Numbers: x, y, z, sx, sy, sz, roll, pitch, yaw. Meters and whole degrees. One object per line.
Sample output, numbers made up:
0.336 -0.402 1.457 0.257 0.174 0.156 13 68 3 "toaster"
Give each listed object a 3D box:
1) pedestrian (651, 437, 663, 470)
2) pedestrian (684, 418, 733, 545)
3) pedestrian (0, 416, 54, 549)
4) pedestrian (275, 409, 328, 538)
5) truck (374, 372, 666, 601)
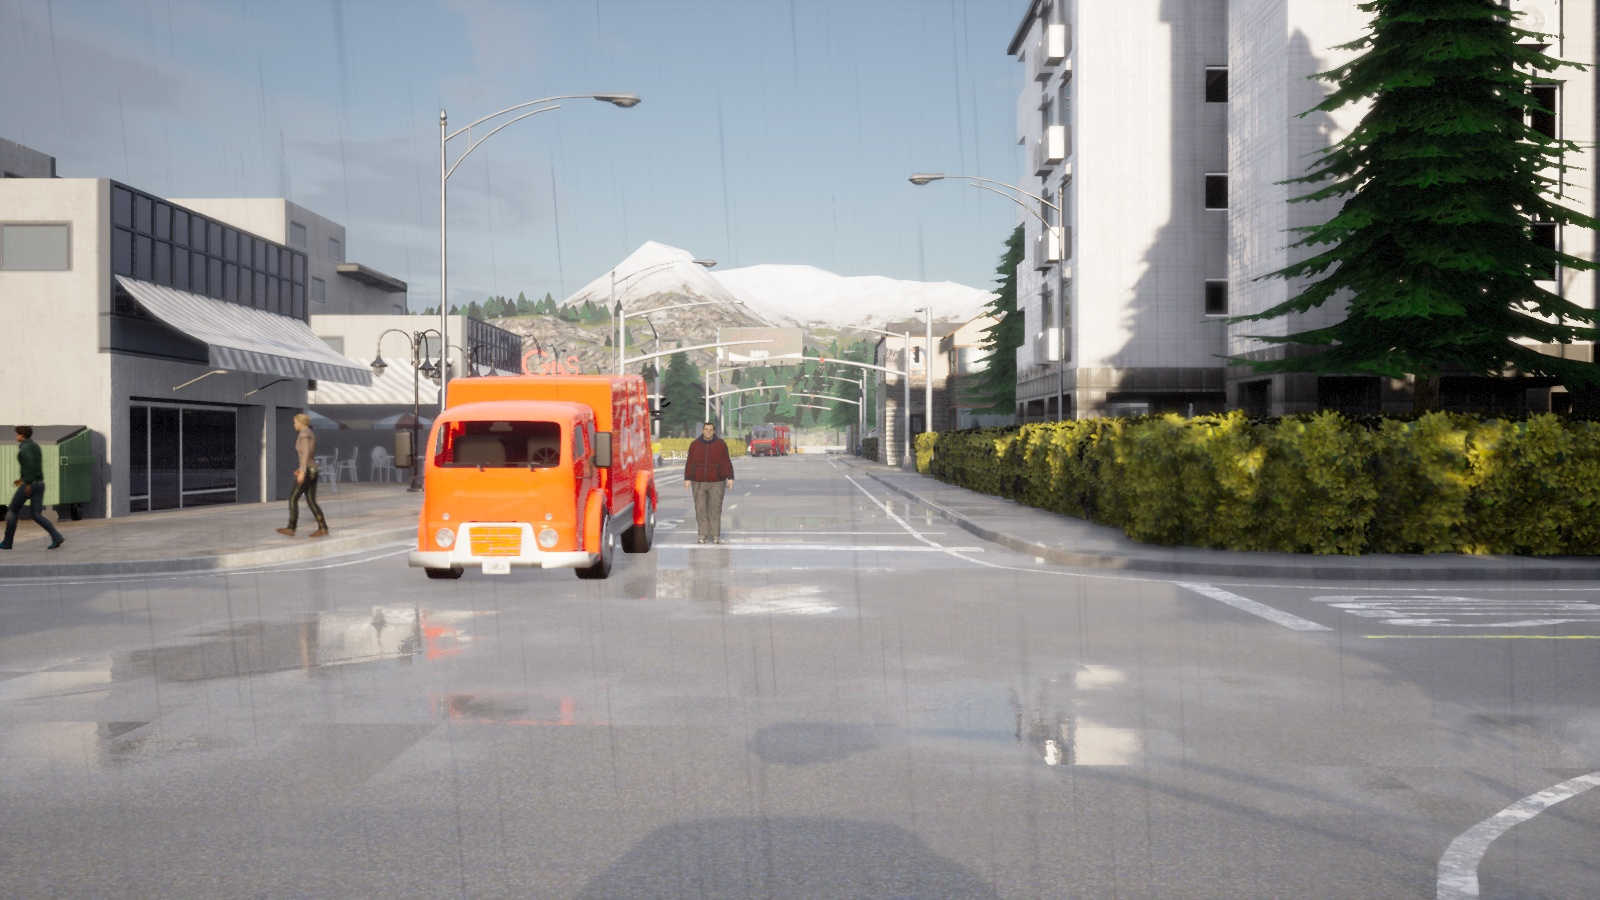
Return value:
-8.214 0.202 72.051 0.354 1.836 0.706 0 0 22 "pedestrian"
-1.349 0.449 18.665 0.634 1.844 0.899 0 0 2 "pedestrian"
-10.904 0.456 17.651 0.614 1.847 0.353 0 0 0 "pedestrian"
-7.233 0.340 18.219 0.634 1.846 0.331 0 0 -3 "pedestrian"
-3.387 0.254 16.574 2.627 2.467 5.204 0 4 0 "truck"
